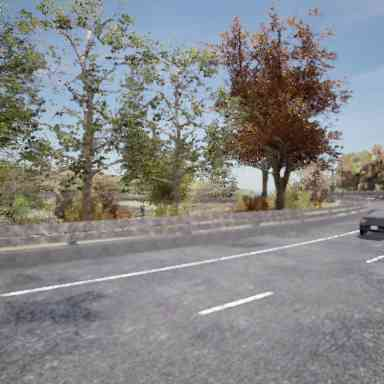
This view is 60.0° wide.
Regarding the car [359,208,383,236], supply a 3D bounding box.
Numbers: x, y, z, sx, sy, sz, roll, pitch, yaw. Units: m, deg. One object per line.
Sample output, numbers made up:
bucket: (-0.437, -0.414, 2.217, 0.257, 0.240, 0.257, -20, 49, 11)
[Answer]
car: (10.590, 1.607, 18.086, 1.812, 1.442, 4.674, 0, 0, 44)
